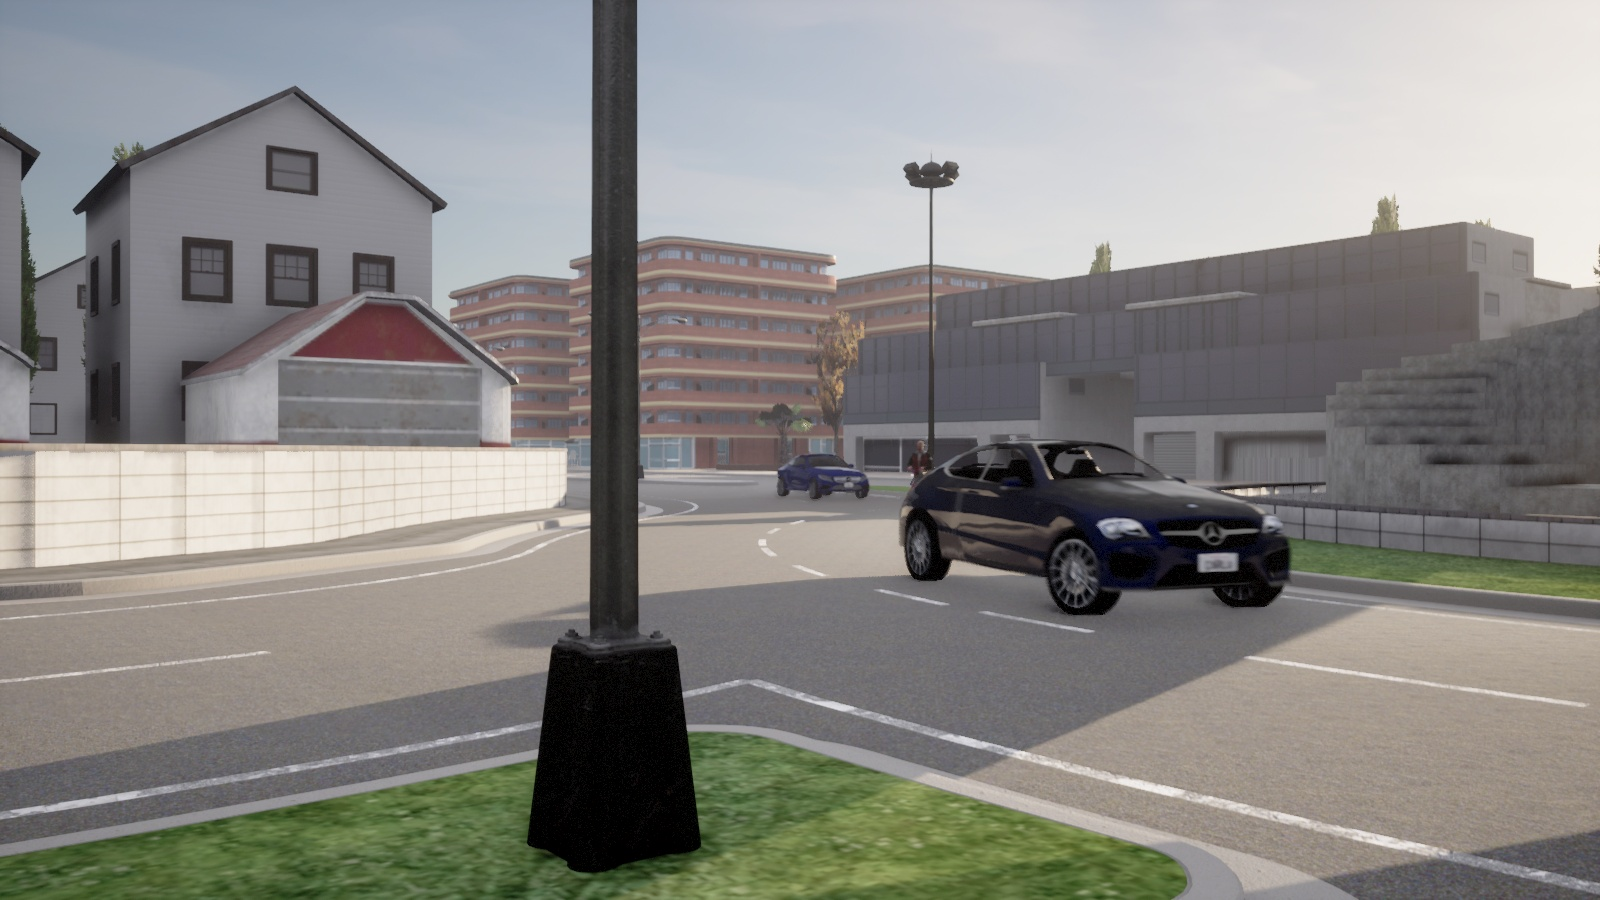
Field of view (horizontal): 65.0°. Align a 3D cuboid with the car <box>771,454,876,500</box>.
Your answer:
[{"bbox_3d":[0.697,0.850,41.483,1.812,1.442,4.674,0,0,-22],"label":"car"}]

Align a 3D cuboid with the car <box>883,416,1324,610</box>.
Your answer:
[{"bbox_3d":[2.895,0.542,13.437,2.152,1.651,5.027,0,0,-20],"label":"car"}]
